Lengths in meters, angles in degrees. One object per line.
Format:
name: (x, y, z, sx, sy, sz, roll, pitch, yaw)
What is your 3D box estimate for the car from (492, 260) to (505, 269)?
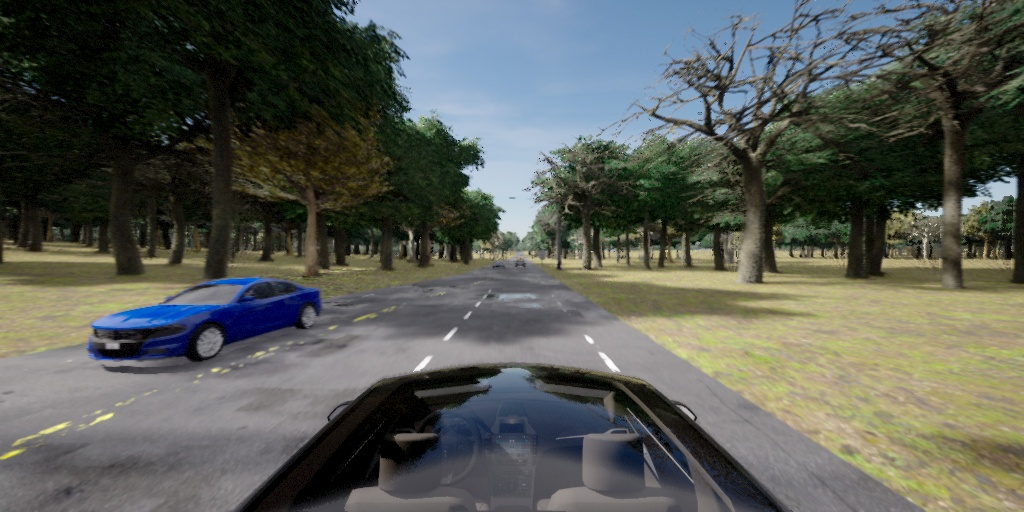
car: (-2.145, 1.410, 58.505, 1.994, 1.385, 4.181, 0, 0, 1)

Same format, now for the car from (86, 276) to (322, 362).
car: (-6.697, 1.285, 8.633, 1.882, 1.535, 5.008, 0, 0, 3)
